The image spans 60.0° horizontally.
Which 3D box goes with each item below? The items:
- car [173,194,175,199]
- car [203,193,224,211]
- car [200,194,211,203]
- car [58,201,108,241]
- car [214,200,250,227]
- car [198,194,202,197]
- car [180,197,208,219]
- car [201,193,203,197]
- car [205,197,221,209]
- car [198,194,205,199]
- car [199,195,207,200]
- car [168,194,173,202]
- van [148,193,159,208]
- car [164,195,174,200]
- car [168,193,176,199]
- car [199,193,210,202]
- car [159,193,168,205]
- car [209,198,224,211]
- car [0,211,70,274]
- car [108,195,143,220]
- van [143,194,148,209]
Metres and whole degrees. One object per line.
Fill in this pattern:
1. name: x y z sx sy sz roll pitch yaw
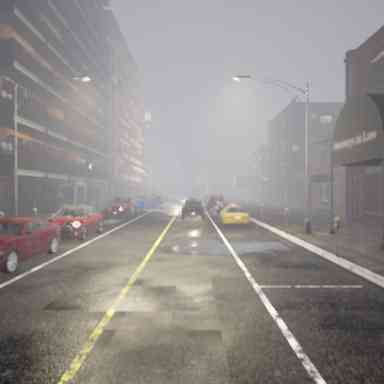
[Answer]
1. car: -5.691 1.338 76.939 2.008 1.369 4.403 0 0 0
2. car: 2.692 1.189 38.163 2.192 1.841 5.009 0 0 0
3. car: 2.691 1.250 65.861 1.967 1.590 4.097 0 0 0
4. car: -5.688 1.383 16.006 1.967 1.590 4.097 0 0 0
5. car: 2.691 1.448 21.716 1.752 1.417 4.829 0 0 0
6. car: 0.099 1.381 44.975 1.812 1.442 4.674 0 0 0
7. car: 0.099 1.407 27.703 1.837 1.490 4.892 0 0 0
8. car: 2.691 1.286 49.242 1.967 1.590 4.097 0 0 0
9. car: 2.691 1.384 43.873 1.752 1.417 4.829 0 0 0
10. car: 2.689 1.319 93.555 2.008 1.369 4.403 0 0 0
11. car: 2.689 1.361 82.477 1.802 1.307 4.206 0 0 0
12. car: -5.690 1.364 71.401 1.947 1.339 4.313 0 0 0
13. van: -5.690 1.201 43.702 1.690 1.788 3.998 0 0 0
14. car: -5.691 1.330 82.477 2.008 1.369 4.403 0 0 0
15. car: -5.692 1.208 93.555 1.967 1.590 4.097 0 0 0
16. car: 2.690 1.113 71.401 2.192 1.841 5.009 0 0 0
17. car: -5.690 1.149 54.781 2.192 1.841 5.009 0 0 0
18. car: 2.691 1.457 27.086 2.008 1.369 4.403 0 0 0
19. car: -5.689 1.507 10.468 1.887 1.381 4.507 0 0 0
20. car: -5.689 1.221 27.085 2.192 1.841 5.009 0 0 0
21. van: -5.689 1.230 32.625 1.690 1.788 3.998 0 0 0
